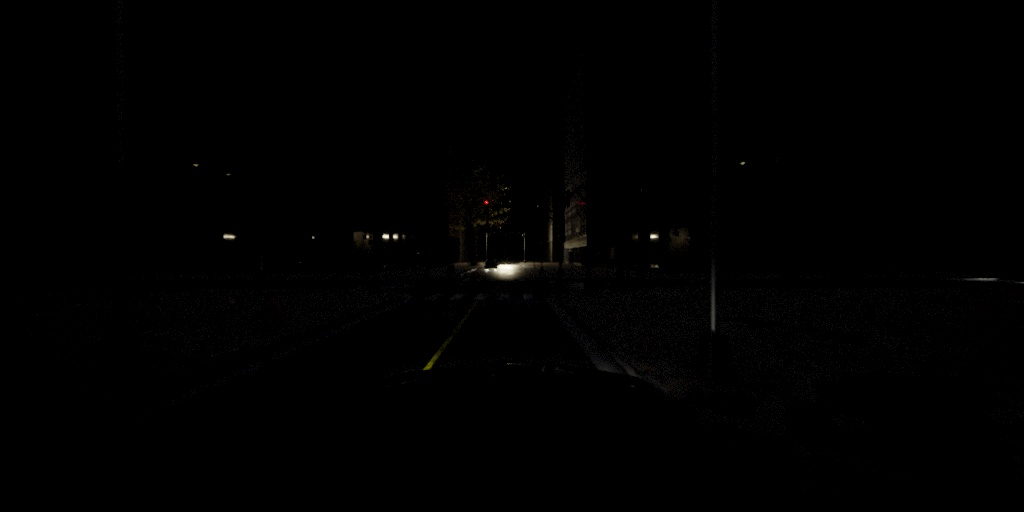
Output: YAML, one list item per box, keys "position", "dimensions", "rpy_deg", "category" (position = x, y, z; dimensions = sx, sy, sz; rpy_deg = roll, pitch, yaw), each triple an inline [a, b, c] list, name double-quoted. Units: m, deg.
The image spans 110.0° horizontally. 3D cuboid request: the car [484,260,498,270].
- position: [-2.996, 1.238, 52.795]
  dimensions: [2.033, 1.411, 5.357]
  rpy_deg: [0, 0, 0]
  category: "car"
